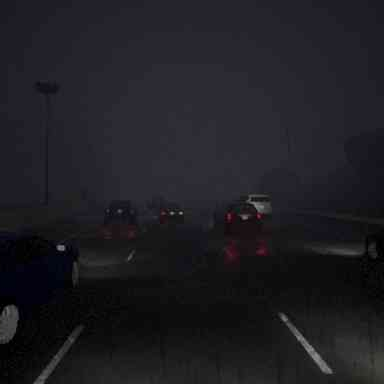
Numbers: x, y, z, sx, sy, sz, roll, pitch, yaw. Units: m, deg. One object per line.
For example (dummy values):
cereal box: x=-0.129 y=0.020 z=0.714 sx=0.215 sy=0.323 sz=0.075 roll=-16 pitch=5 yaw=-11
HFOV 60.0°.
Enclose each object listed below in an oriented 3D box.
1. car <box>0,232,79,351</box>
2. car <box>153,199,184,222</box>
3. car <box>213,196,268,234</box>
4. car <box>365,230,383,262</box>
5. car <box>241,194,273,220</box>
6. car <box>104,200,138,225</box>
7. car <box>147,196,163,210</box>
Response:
car: x=-3.611 y=1.478 z=6.168 sx=1.882 sy=1.535 sz=5.008 roll=0 pitch=0 yaw=-2
car: x=-1.730 y=1.531 z=25.850 sx=2.033 sy=1.411 sz=5.357 roll=0 pitch=0 yaw=-8
car: x=2.524 y=1.335 z=19.177 sx=2.097 sy=1.767 sz=4.553 roll=0 pitch=0 yaw=-5
car: x=6.769 y=1.489 z=9.204 sx=1.837 sy=1.490 sz=4.892 roll=0 pitch=0 yaw=-2
car: x=5.012 y=1.194 z=28.189 sx=2.150 sy=2.045 sz=5.566 roll=0 pitch=0 yaw=-8
car: x=-5.098 y=1.341 z=24.413 sx=2.097 sy=1.767 sz=4.553 roll=0 pitch=0 yaw=-7
car: x=-4.599 y=1.327 z=42.267 sx=2.097 sy=1.767 sz=4.553 roll=0 pitch=0 yaw=-12
